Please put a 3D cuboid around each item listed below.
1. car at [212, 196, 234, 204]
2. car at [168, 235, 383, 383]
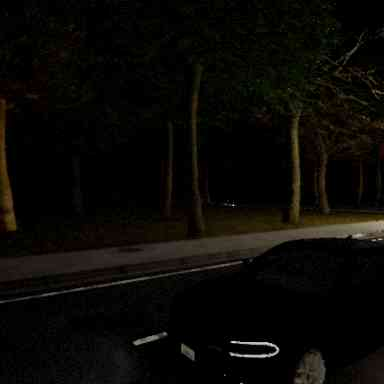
[{"bbox_3d":[5.604,1.535,61.384,1.837,1.490,4.892,0,0,-35],"label":"car"},{"bbox_3d":[1.987,1.485,5.104,5.008,1.535,1.882,0,0,-35],"label":"car"}]
